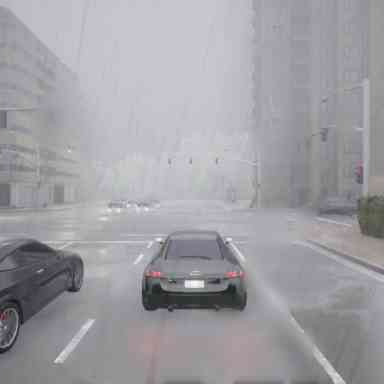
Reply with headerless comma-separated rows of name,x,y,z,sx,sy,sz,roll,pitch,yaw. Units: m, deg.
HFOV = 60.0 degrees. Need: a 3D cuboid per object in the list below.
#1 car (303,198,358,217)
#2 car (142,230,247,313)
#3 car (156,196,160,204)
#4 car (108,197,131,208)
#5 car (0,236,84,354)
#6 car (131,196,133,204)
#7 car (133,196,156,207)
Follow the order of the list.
car,12.575,1.525,30.195,4.674,1.442,1.812,0,0,-1
car,0.050,1.564,7.758,1.994,1.385,4.181,0,0,0
car,-7.155,1.505,63.555,1.837,1.490,4.892,0,0,0
car,-10.674,1.547,48.227,2.033,1.411,5.357,0,0,0
car,-3.460,1.526,5.956,1.812,1.442,4.674,0,0,0
car,-10.668,1.503,61.520,1.837,1.490,4.892,0,0,0
car,-7.168,1.547,50.757,2.033,1.411,5.357,0,0,0
